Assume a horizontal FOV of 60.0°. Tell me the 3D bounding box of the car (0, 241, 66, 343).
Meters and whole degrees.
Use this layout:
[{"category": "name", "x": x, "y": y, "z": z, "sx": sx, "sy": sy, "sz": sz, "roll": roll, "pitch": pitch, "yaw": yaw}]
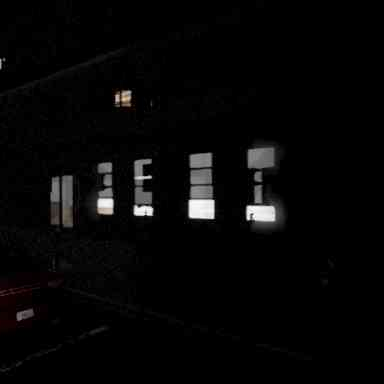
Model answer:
[{"category": "car", "x": -4.058, "y": 1.504, "z": 5.791, "sx": 4.507, "sy": 1.381, "sz": 1.887, "roll": 0, "pitch": -1, "yaw": 36}]
